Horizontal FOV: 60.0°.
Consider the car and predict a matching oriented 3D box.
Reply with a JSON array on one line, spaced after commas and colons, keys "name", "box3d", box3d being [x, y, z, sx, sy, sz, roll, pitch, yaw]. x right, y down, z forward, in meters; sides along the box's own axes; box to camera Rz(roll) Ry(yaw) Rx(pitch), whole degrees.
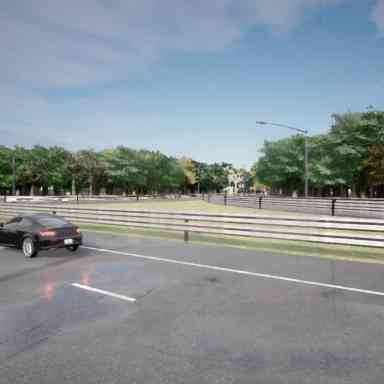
[{"name": "car", "box3d": [-6.077, 1.525, 12.744, 4.674, 1.442, 1.812, 0, 0, 36]}]
